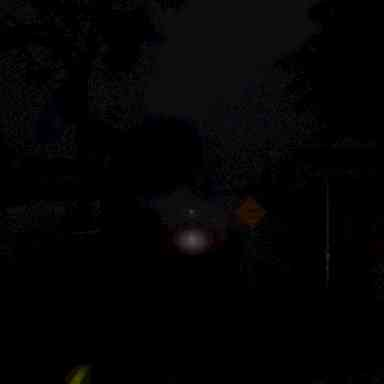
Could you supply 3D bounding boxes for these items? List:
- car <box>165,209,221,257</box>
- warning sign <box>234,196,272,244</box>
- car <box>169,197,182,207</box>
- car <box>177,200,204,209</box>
[{"bbox_3d":[0.039,1.580,13.051,1.994,1.385,4.181,0,0,1],"label":"car"},{"bbox_3d":[2.472,1.134,13.660,1.300,1.860,1.060,-2,-3,0],"label":"warning sign"},{"bbox_3d":[-2.834,1.643,58.355,2.097,1.767,4.553,0,-1,0],"label":"car"},{"bbox_3d":[0.034,1.633,28.131,1.994,1.385,4.181,0,0,0],"label":"car"}]
